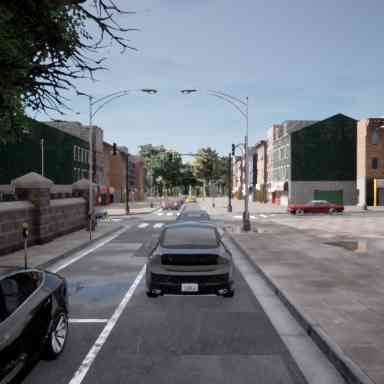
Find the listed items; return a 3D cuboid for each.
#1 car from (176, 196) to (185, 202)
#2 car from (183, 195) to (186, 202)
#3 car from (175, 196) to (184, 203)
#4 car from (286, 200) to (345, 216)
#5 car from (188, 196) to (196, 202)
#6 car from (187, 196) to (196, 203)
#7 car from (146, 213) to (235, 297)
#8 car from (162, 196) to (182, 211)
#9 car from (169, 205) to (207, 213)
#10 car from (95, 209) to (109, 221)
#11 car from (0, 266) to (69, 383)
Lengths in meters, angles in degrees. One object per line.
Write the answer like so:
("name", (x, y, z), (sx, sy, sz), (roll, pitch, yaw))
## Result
("car", (-2.691, 1.690, 79.600), (1.947, 1.339, 4.313), (-1, 0, 0))
("car", (-2.682, 1.628, 63.296), (1.887, 1.381, 4.507), (-1, 0, 0))
("car", (-2.688, 1.655, 74.165), (1.887, 1.381, 4.507), (-1, 0, 0))
("car", (10.941, 1.428, 29.835), (4.718, 1.301, 1.895), (-1, 1, 0))
("car", (-0.046, 1.671, 82.145), (2.033, 1.411, 5.357), (0, 0, 0))
("car", (-0.029, 1.582, 71.711), (1.882, 1.535, 5.008), (0, 0, 0))
("car", (-0.027, 1.505, 8.532), (1.837, 1.490, 4.892), (0, 0, 0))
("car", (-2.670, 1.478, 41.557), (1.967, 1.590, 4.097), (-1, 0, 0))
("car", (0.091, 1.552, 15.977), (2.033, 1.411, 5.357), (0, 0, 0))
("car", (-9.548, 1.701, 26.870), (5.357, 1.411, 2.033), (-1, 1, 0))
("car", (-2.646, 1.565, 3.237), (1.947, 1.339, 4.313), (-1, 0, 0))
